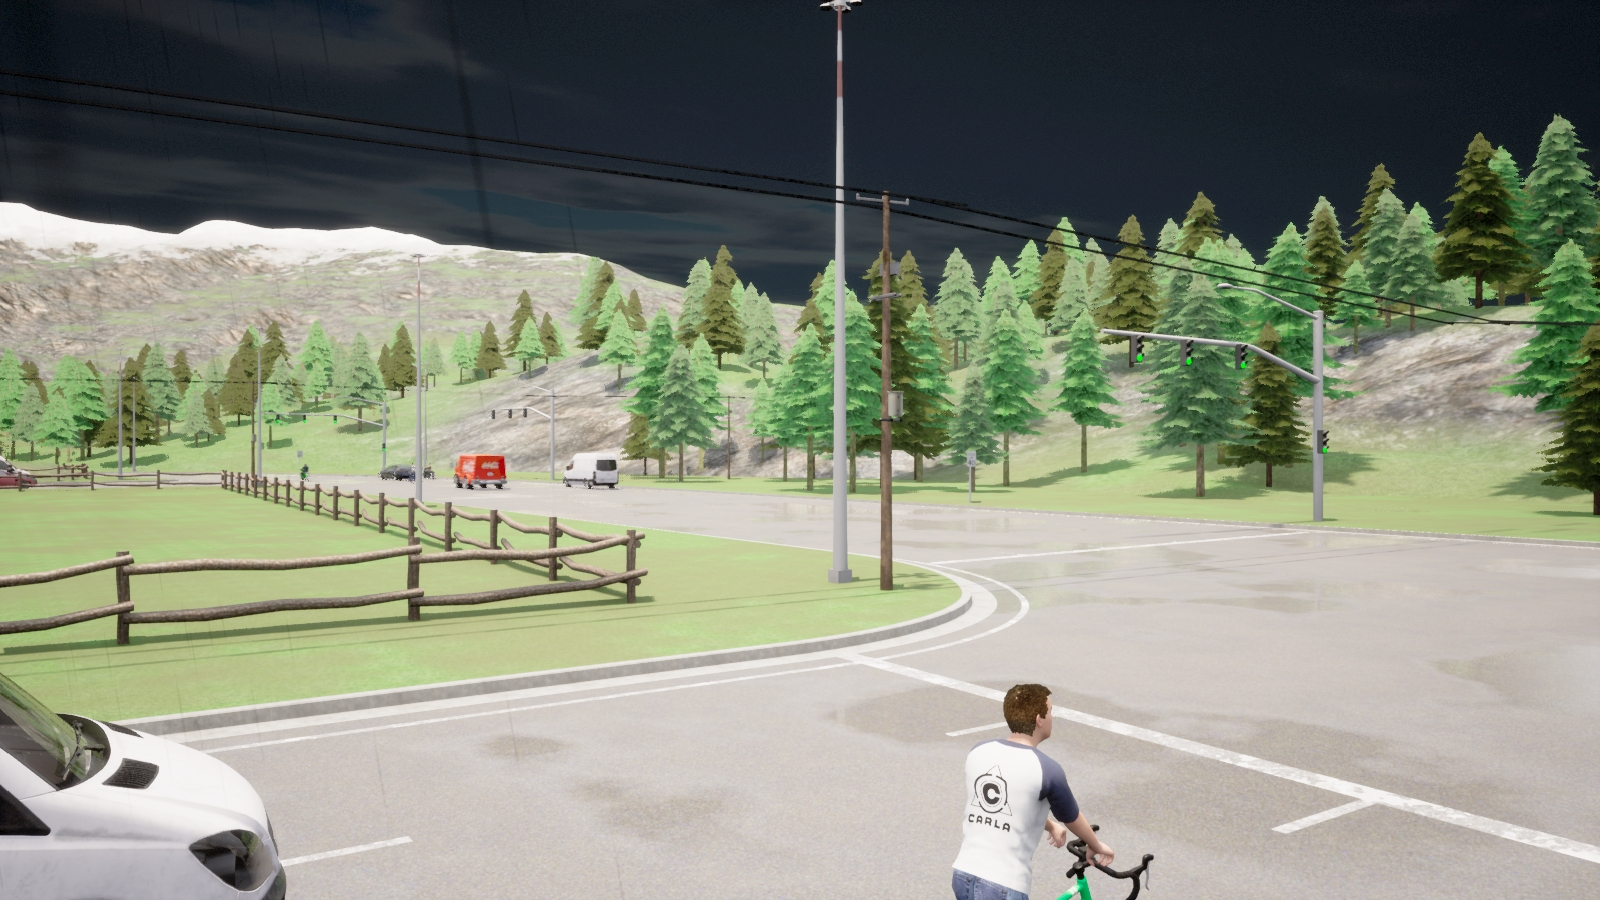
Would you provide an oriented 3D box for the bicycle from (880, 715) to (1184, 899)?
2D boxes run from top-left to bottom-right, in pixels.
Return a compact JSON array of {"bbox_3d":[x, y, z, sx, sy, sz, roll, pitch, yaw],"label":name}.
[{"bbox_3d":[1.060,2.053,4.957,1.643,1.496,0.373,0,0,-41],"label":"bicycle"}]

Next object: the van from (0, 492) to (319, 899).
[{"bbox_3d":[-5.215,1.535,4.399,5.915,2.561,1.988,0,0,-35],"label":"van"}]
